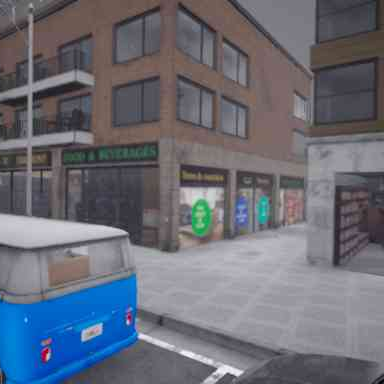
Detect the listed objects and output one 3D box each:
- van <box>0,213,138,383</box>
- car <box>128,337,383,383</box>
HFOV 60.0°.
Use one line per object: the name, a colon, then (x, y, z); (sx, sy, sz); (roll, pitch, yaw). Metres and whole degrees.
van: (-2.589, 1.251, 4.688); (3.998, 1.788, 1.690); (1, 1, 35)
car: (2.026, 1.568, 1.403); (4.403, 1.369, 2.008); (1, 1, 35)
